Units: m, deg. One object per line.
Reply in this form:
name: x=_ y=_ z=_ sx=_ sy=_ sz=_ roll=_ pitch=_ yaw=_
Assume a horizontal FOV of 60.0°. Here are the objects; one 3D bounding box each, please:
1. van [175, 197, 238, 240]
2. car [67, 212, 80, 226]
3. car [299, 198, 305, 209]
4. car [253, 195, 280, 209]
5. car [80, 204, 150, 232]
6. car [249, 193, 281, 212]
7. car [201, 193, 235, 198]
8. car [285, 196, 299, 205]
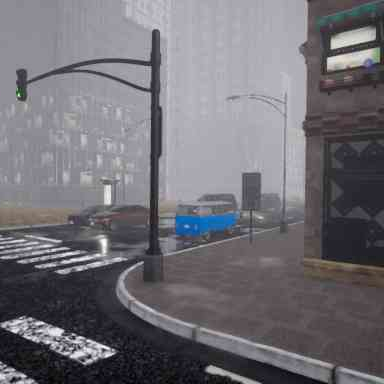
van: x=0.828 y=1.368 z=17.011 sx=1.690 sy=1.788 sz=3.998 roll=1 pitch=1 yaw=35
car: x=-6.009 y=1.467 z=21.864 sx=1.947 sy=1.339 sz=4.313 roll=1 pitch=1 yaw=35
car: x=15.618 y=1.463 z=42.433 sx=1.812 sy=1.442 sz=4.674 roll=1 pitch=1 yaw=36
car: x=10.000 y=1.293 z=44.422 sx=1.967 sy=1.590 sz=4.097 roll=1 pitch=1 yaw=35
car: x=-4.066 y=1.466 z=20.120 sx=1.812 sy=1.442 sz=4.674 roll=1 pitch=1 yaw=37
car: x=8.075 y=1.125 z=37.202 sx=2.150 sy=2.045 sz=5.566 roll=1 pitch=1 yaw=36
car: x=1.883 y=1.143 z=28.499 sx=2.150 sy=2.045 sz=5.566 roll=1 pitch=1 yaw=36
car: x=16.305 y=1.364 z=53.309 sx=1.752 sy=1.417 sz=4.829 roll=1 pitch=1 yaw=35
